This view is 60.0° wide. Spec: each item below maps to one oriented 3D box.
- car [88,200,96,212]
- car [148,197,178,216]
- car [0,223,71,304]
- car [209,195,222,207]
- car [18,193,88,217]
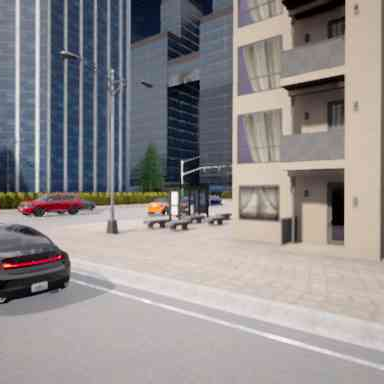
[{"bbox_3d":[-12.680,1.430,36.107,1.812,1.442,4.674,0,0,37],"label":"car"},{"bbox_3d":[-2.156,1.308,32.314,2.097,1.767,4.553,0,0,37],"label":"car"},{"bbox_3d":[-4.701,1.466,7.529,4.892,1.490,1.837,0,0,37],"label":"car"},{"bbox_3d":[2.670,1.273,50.531,2.097,1.767,4.553,0,0,37],"label":"car"},{"bbox_3d":[-12.722,1.142,30.266,2.150,2.045,5.566,0,0,37],"label":"car"}]
